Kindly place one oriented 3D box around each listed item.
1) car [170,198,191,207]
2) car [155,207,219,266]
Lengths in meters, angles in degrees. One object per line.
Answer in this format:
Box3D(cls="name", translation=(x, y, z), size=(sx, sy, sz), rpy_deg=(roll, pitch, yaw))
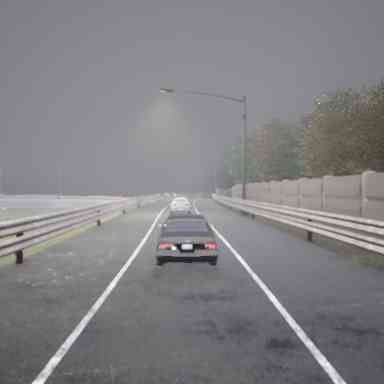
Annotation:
Box3D(cls="car", translation=(-1.058, 1.252, 31.265), size=(1.812, 1.442, 4.674), rpy_deg=(0, 1, -2))
Box3D(cls="car", translation=(-0.194, 1.451, 11.201), size=(2.033, 1.411, 5.357), rpy_deg=(0, 1, -2))
